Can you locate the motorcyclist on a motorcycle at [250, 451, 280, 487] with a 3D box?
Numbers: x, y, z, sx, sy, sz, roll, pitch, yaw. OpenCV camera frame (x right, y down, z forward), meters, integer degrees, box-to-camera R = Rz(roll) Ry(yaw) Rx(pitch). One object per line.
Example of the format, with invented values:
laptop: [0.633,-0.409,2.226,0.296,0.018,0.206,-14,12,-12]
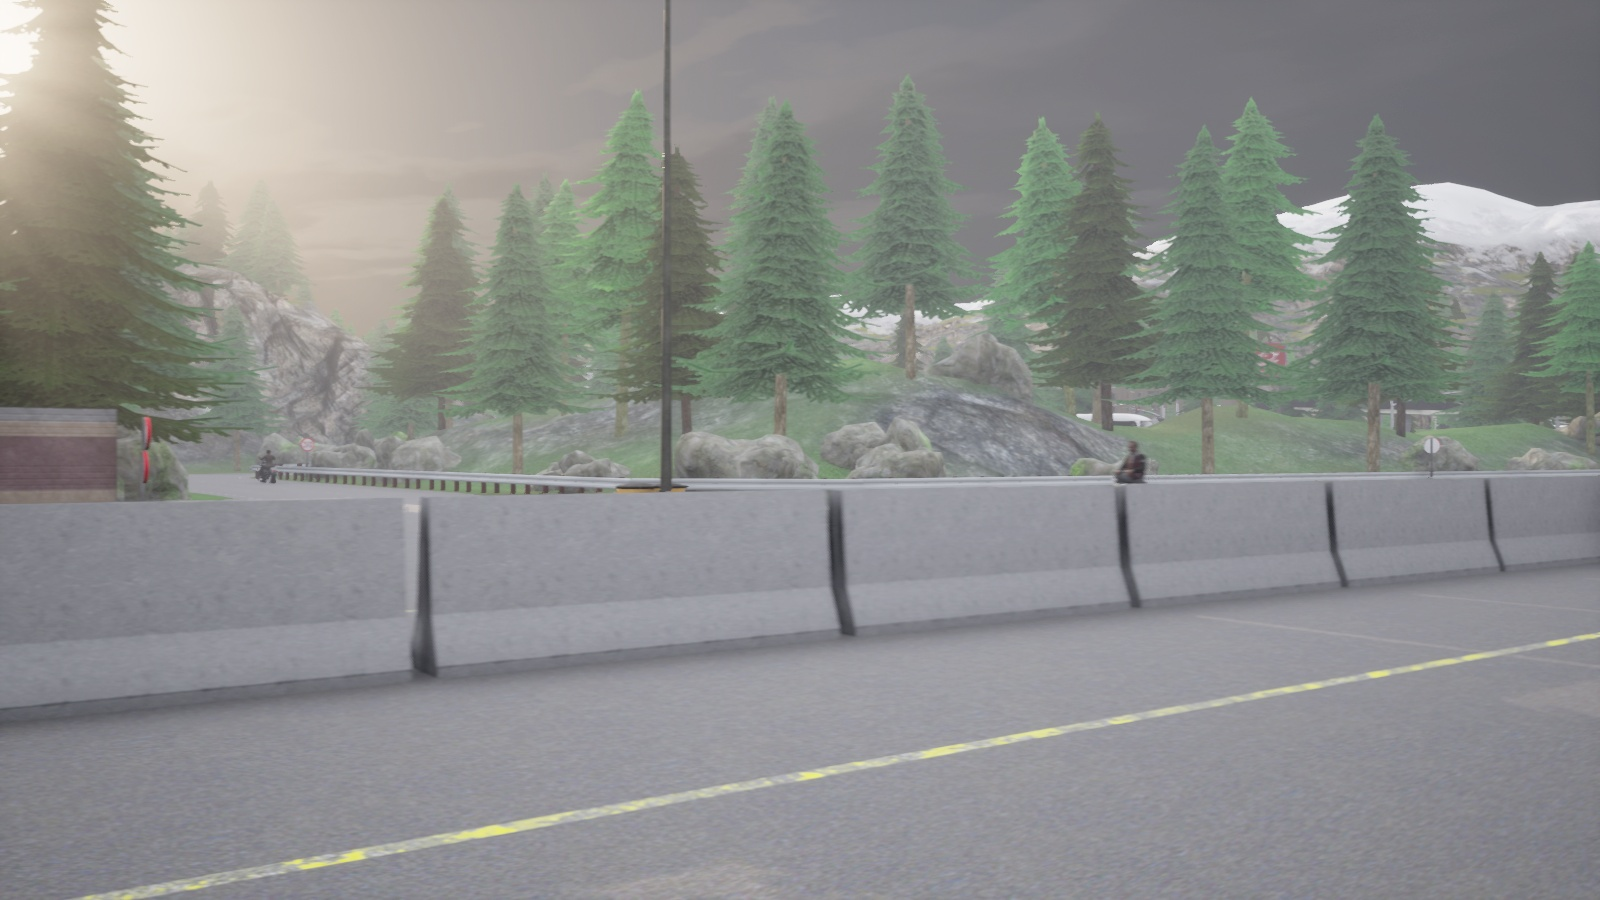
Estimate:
motorcyclist on a motorcycle: [-25.347,0.893,59.484,0.766,1.649,2.350,0,0,-37]

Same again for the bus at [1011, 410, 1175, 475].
bus: [20.200,-0.465,86.893,10.273,4.253,3.944,0,0,33]
